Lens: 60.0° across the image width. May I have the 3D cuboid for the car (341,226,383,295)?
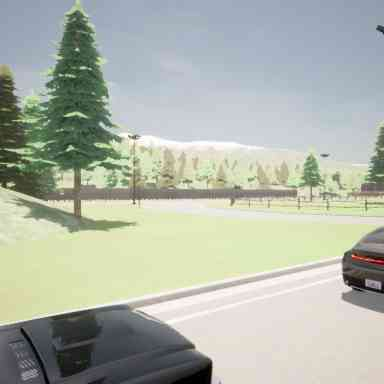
[{"bbox_3d":[5.425,1.505,7.714,4.892,1.490,1.837,0,0,-35],"label":"car"}]

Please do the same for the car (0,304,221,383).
[{"bbox_3d":[-2.071,1.601,2.272,4.718,1.301,1.895,0,0,-35],"label":"car"}]
